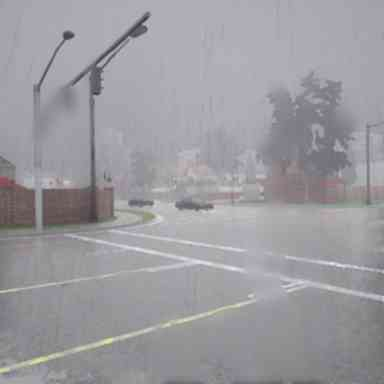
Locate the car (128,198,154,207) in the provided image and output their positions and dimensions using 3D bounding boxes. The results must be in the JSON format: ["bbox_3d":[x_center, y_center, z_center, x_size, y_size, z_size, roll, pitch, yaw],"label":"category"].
[{"bbox_3d":[-7.232,1.436,47.115,1.895,1.301,4.718,-1,1,-37],"label":"car"}]

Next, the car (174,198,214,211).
[{"bbox_3d":[0.130,1.368,37.338,2.033,1.411,5.357,-1,1,-37],"label":"car"}]
